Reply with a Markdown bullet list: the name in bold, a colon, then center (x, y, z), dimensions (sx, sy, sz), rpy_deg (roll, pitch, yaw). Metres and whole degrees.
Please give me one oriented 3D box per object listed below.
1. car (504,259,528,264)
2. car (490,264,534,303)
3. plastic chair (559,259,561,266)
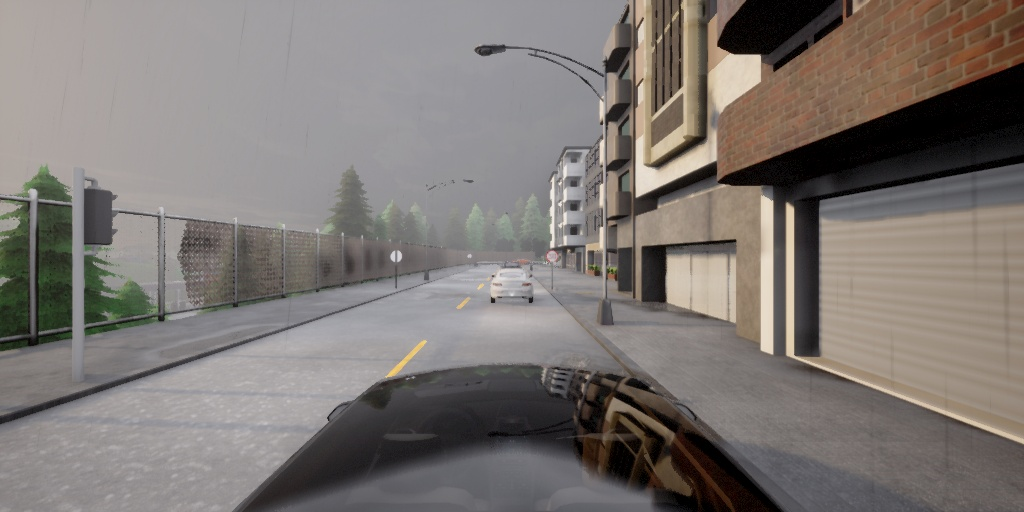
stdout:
- **car**: center (0.000, 1.245, 31.500), dimensions (2.128, 1.511, 4.902), rpy_deg (0, 0, 0)
- **car**: center (0.000, 1.283, 16.500), dimensions (1.812, 1.442, 4.674), rpy_deg (0, 0, 0)
- **plastic chair**: center (9.254, 1.279, 64.026), dimensions (0.750, 1.272, 0.730), rpy_deg (0, 0, 10)
